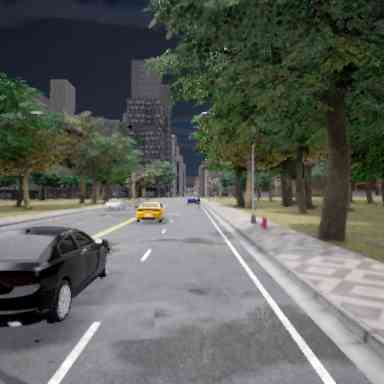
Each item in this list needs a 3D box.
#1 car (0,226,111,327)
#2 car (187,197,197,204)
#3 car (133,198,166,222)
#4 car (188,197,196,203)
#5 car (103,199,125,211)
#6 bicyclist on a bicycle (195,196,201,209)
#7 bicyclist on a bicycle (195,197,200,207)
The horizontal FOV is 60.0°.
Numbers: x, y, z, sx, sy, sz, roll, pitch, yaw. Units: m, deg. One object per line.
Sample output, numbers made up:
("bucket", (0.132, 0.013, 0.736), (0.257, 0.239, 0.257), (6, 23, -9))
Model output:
("car", (-3.152, 1.480, 7.205), (1.882, 1.535, 5.008), (0, 0, 0))
("car", (-0.016, 1.720, 69.971), (1.882, 1.535, 5.008), (0, 0, 0))
("car", (-3.157, 1.513, 26.350), (1.882, 1.535, 5.008), (0, 0, 0))
("car", (-0.019, 1.853, 80.460), (1.994, 1.385, 4.181), (0, 0, 0))
("car", (-9.843, 1.623, 42.345), (1.812, 1.442, 4.674), (0, 0, 0))
("bicyclist on a bicycle", (0.883, 1.479, 44.676), (0.659, 1.776, 1.843), (0, 0, 0))
("bicyclist on a bicycle", (0.881, 1.591, 54.048), (0.866, 1.612, 1.509), (0, 0, 0))
